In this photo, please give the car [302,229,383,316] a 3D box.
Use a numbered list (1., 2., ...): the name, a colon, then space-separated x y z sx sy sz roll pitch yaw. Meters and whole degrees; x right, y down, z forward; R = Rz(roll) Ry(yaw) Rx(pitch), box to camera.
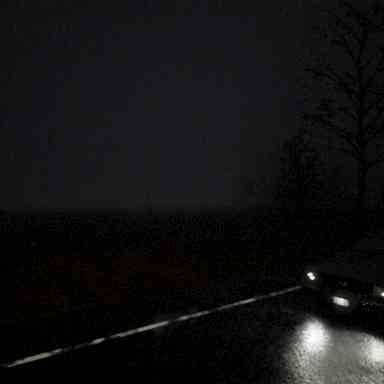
1. car: 4.795 1.548 7.437 5.357 1.411 2.033 0 0 -36
